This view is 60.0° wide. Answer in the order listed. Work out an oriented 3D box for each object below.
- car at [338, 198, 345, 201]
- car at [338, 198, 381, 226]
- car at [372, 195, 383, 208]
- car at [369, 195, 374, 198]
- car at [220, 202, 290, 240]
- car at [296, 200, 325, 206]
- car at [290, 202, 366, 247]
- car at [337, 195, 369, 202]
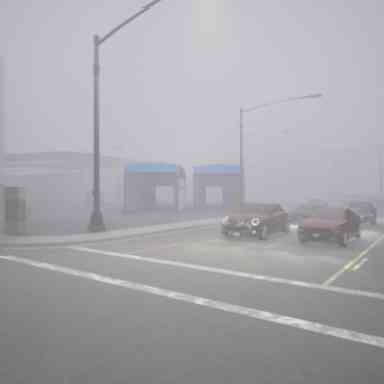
[{"bbox_3d":[15.907,1.535,32.507,1.895,1.301,4.718,0,0,16],"label":"car"},{"bbox_3d":[11.756,1.452,23.227,2.128,1.511,4.902,0,0,30],"label":"car"},{"bbox_3d":[24.714,1.469,41.418,1.994,1.385,4.181,0,0,5],"label":"car"},{"bbox_3d":[27.902,1.230,51.602,2.097,1.767,4.553,0,0,-8],"label":"car"},{"bbox_3d":[3.320,1.335,17.047,2.097,1.767,4.553,0,0,36],"label":"car"},{"bbox_3d":[8.242,1.526,24.152,1.994,1.385,4.181,0,0,31],"label":"car"},{"bbox_3d":[6.439,1.462,15.379,1.882,1.535,5.008,0,0,36],"label":"car"},{"bbox_3d":[24.452,1.234,51.373,2.097,1.767,4.553,0,0,-8],"label":"car"}]
